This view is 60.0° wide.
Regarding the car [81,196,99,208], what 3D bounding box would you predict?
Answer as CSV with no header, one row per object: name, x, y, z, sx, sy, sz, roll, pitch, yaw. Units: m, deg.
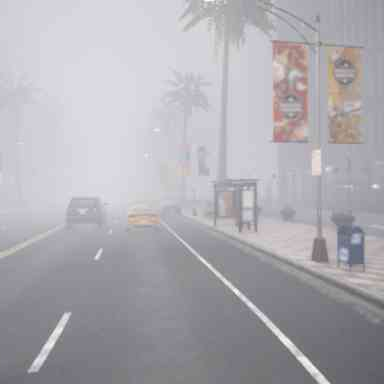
car,-16.411,1.565,53.674,2.097,1.767,4.553,-1,0,-10

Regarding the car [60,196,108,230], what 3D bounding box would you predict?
car,-6.950,1.311,22.291,2.150,2.045,5.566,-1,0,-10

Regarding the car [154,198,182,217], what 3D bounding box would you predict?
car,-2.128,1.536,31.991,2.231,1.521,4.892,-1,0,-10

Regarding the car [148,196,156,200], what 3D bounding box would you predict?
car,-7.413,1.491,60.887,2.185,1.767,4.553,-1,0,-10

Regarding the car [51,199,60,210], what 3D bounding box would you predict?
car,-18.976,1.778,48.200,2.033,1.411,5.357,-1,0,-10

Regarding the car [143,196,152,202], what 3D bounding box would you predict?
car,-11.061,1.708,82.513,2.161,1.482,4.786,-1,0,-10

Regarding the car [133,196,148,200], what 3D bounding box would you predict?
car,-6.514,1.582,39.349,1.882,1.535,5.008,-1,0,-10

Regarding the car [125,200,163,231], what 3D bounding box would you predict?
car,-3.176,1.531,21.063,1.882,1.535,5.008,-1,0,-10
